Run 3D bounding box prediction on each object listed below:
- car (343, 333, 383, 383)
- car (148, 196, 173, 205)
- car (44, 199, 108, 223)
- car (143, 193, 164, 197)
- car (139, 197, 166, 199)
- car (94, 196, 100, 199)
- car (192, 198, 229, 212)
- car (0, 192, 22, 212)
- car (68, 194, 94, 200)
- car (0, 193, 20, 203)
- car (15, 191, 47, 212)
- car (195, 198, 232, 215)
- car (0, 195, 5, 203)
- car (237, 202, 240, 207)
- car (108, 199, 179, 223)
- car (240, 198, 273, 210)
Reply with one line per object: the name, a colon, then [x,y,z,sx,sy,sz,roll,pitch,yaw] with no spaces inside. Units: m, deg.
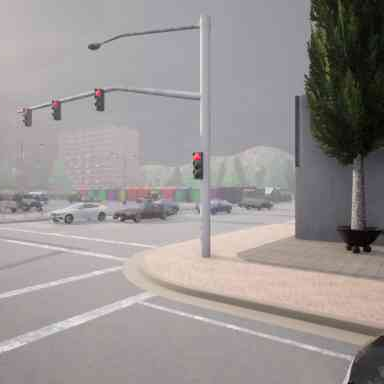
car: [3.375,1.492,1.558,4.902,1.511,2.128,0,0,36]
car: [-5.210,1.395,54.872,3.806,1.475,1.970,0,0,35]
car: [-8.523,1.526,25.537,1.812,1.442,4.674,0,0,38]
car: [-6.889,1.156,52.513,3.866,1.878,1.905,0,0,35]
car: [-3.136,1.526,32.879,1.812,1.442,4.674,0,0,37]
car: [-19.488,1.364,64.933,3.905,1.438,1.784,0,0,35]
car: [2.341,1.491,40.240,2.128,1.511,4.902,0,0,37]
car: [-19.895,1.153,34.131,4.605,1.855,1.932,0,0,35]
car: [-21.211,1.153,62.604,4.605,1.855,1.932,0,0,35]
car: [-36.716,1.153,66.760,4.605,1.855,1.932,0,0,35]
car: [-18.181,1.156,36.463,3.866,1.878,1.905,0,0,35]
car: [2.460,1.526,34.535,1.812,1.442,4.674,0,0,37]
car: [-38.223,1.364,64.539,3.905,1.438,1.784,0,0,35]
car: [8.680,1.547,48.682,2.033,1.411,5.357,0,0,37]
car: [-3.685,1.547,26.272,2.033,1.411,5.357,0,0,36]
car: [8.756,1.547,42.974,2.033,1.411,5.357,0,0,37]
